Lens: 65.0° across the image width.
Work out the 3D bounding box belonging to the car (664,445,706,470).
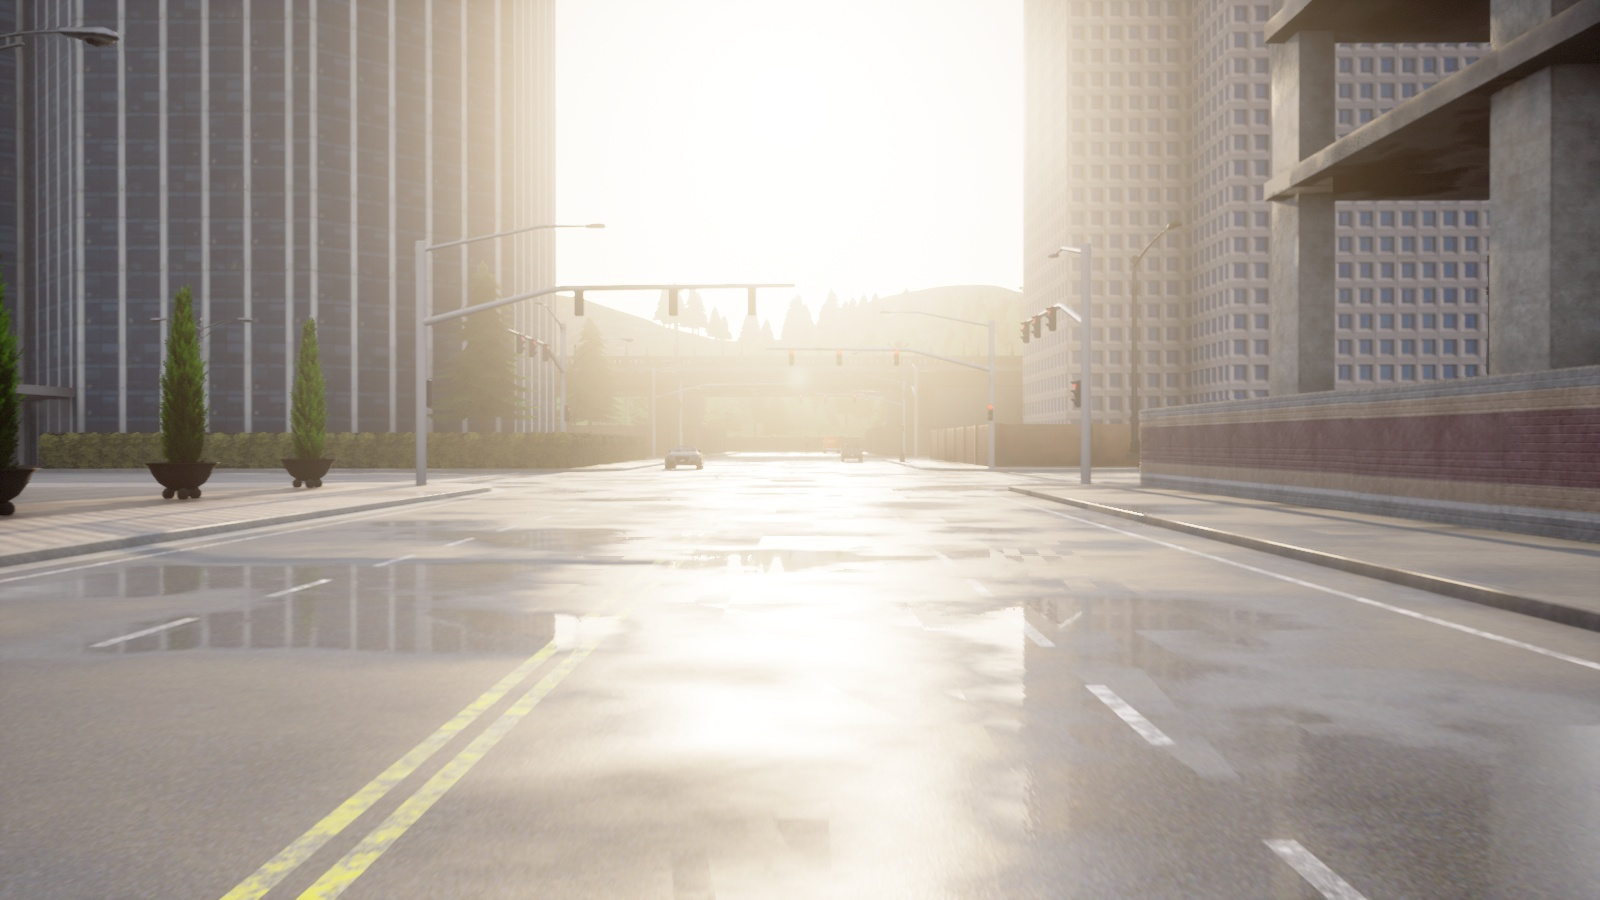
[{"bbox_3d":[-6.581,0.400,71.983,1.994,1.385,4.181,0,0,0],"label":"car"}]

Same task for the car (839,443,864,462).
[{"bbox_3d":[4.073,0.205,99.153,1.845,1.501,3.633,0,0,0],"label":"car"}]
